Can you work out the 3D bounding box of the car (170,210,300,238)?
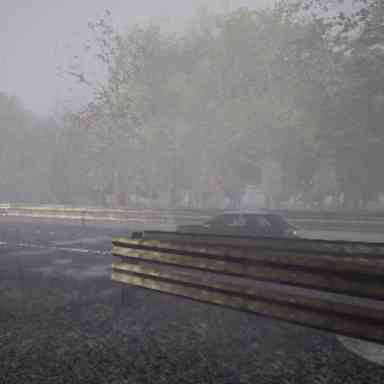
[{"bbox_3d":[1.489,1.471,12.337,4.856,1.649,2.033,0,0,24],"label":"car"}]
